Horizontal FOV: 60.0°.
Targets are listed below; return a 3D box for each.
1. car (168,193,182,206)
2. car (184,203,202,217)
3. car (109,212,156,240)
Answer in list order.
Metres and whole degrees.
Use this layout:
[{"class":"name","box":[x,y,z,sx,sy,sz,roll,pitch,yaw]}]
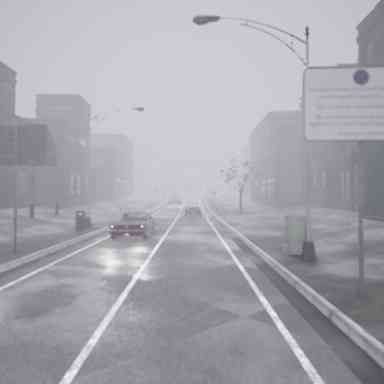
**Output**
[{"class":"car","box":[-3.030,1.280,60.012,2.150,2.045,5.566,0,2,1]},{"class":"car","box":[0.098,1.930,37.178,1.812,1.442,4.674,0,0,0]},{"class":"car","box":[-3.101,1.769,18.076,1.895,1.301,4.718,0,-1,0]}]
